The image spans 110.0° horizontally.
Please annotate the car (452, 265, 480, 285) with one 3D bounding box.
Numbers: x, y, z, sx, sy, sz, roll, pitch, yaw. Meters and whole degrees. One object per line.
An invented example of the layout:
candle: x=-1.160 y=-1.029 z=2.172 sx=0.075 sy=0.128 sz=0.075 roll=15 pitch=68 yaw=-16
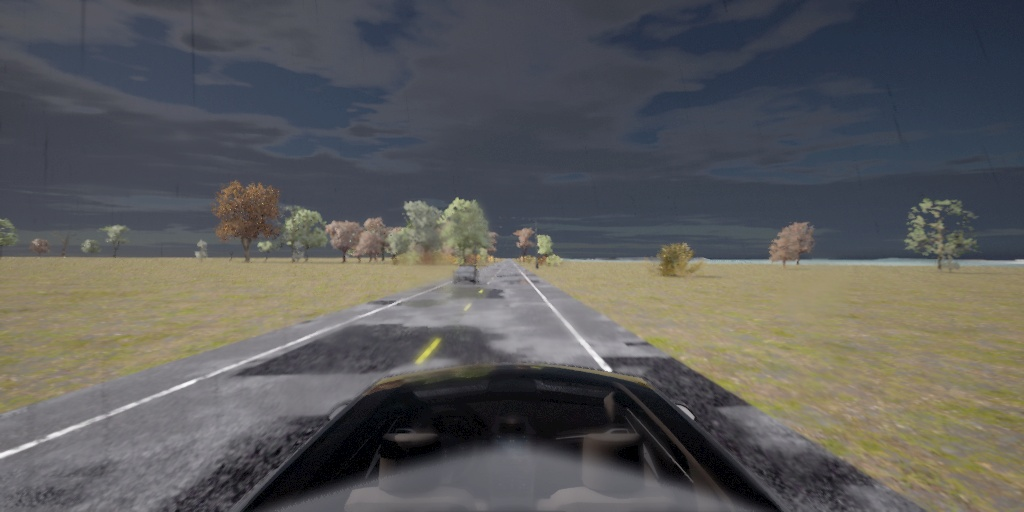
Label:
car: x=-3.708 y=1.538 z=29.559 sx=1.837 sy=1.490 sz=4.892 roll=-1 pitch=-1 yaw=0
